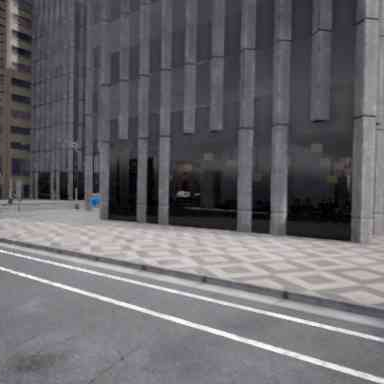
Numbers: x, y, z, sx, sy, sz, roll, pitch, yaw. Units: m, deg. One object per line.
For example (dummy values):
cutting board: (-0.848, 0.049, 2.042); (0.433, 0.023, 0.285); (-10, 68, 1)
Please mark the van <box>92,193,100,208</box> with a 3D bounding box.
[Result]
van: (-11.372, 1.039, 41.488); (1.690, 1.788, 3.998); (2, 1, 36)
